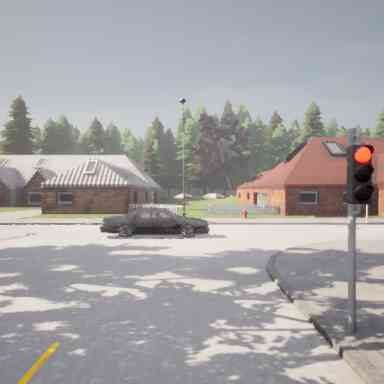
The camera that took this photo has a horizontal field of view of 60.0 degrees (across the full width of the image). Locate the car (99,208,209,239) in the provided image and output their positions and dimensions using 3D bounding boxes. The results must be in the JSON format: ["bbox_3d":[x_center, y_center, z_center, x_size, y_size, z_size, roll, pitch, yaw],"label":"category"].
[{"bbox_3d":[-1.829,1.545,16.740,5.357,1.411,2.033,0,0,0],"label":"car"}]
